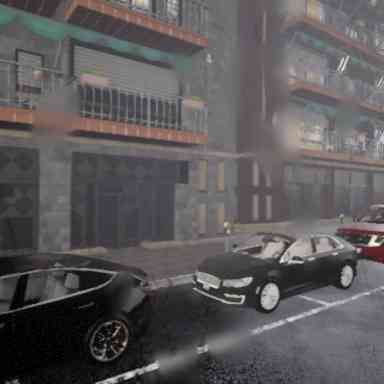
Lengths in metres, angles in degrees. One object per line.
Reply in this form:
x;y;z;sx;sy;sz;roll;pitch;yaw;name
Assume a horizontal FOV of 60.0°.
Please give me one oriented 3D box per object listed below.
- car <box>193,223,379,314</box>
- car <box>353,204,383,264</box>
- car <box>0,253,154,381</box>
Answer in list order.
2.058;1.550;7.537;4.403;1.369;2.008;0;1;-35;car
6.684;1.312;10.817;5.009;1.841;2.192;0;1;-35;car
-2.567;1.567;4.256;4.313;1.339;1.947;0;1;-35;car
